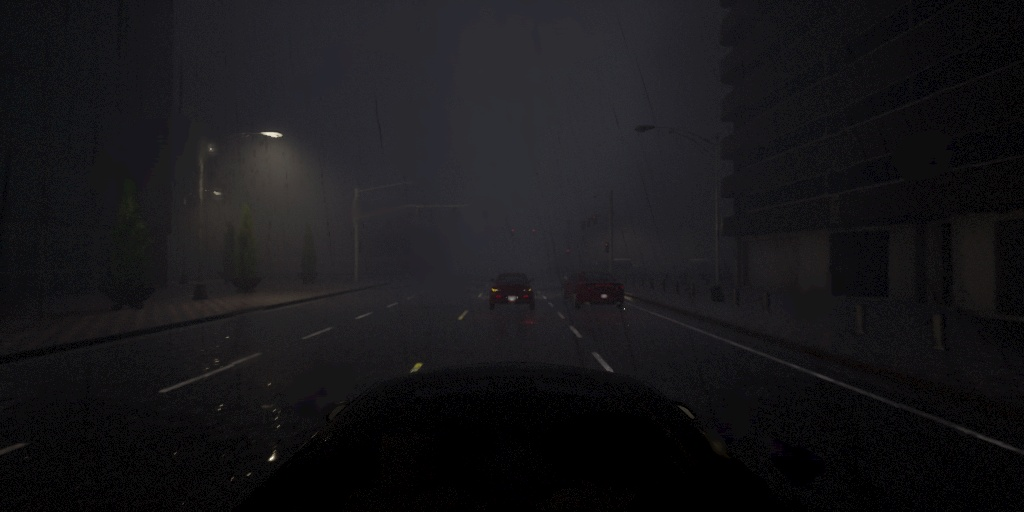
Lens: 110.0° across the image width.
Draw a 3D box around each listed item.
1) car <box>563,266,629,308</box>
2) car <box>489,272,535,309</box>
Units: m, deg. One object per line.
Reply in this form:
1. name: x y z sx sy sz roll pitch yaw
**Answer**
1. car: 3.503 1.384 16.068 1.882 1.535 5.008 0 0 0
2. car: 0.003 1.428 15.724 1.812 1.442 4.674 0 0 0
